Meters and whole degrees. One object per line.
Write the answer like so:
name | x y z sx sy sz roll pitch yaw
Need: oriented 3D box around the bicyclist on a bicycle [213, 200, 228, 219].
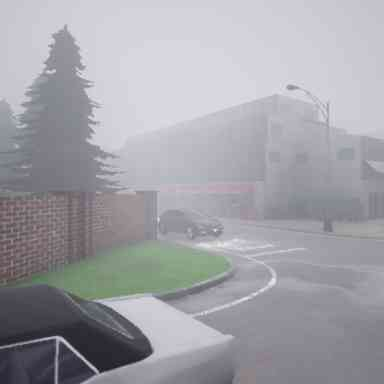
bicyclist on a bicycle | 2.382 1.476 28.096 1.656 1.620 0.582 0 0 -35

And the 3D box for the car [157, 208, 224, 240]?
car | -0.210 1.680 18.679 1.837 1.490 4.892 0 0 -35

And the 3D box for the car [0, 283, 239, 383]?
car | -1.961 1.600 2.597 4.718 1.301 1.895 0 0 -35
